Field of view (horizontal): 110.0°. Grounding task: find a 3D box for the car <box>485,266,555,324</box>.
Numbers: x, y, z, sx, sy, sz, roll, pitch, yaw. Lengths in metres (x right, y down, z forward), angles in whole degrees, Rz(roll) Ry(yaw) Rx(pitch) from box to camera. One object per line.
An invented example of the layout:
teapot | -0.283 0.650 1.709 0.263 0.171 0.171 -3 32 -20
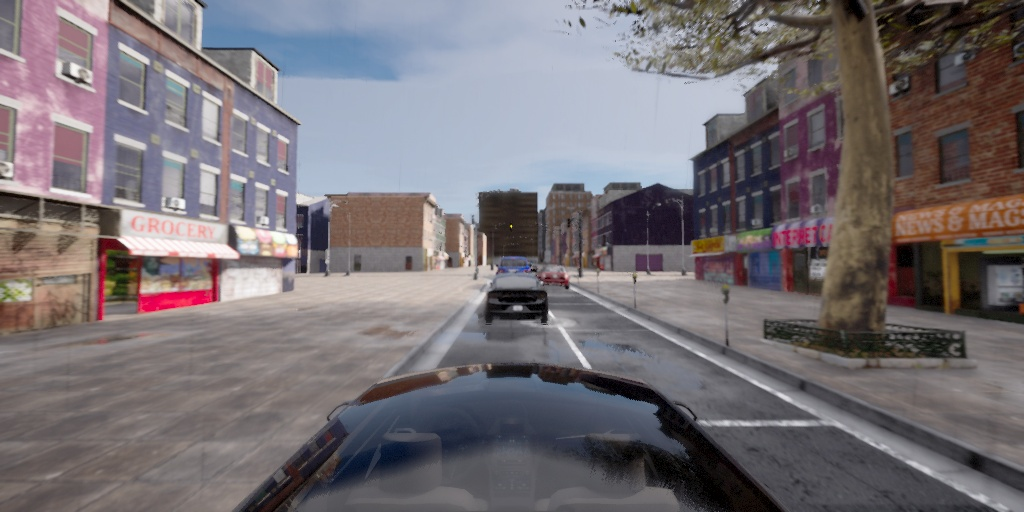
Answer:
car | 0.103 1.277 12.212 1.882 1.535 5.008 0 0 -1

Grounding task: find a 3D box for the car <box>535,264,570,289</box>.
car | 2.642 1.306 24.079 1.967 1.591 4.097 0 0 0

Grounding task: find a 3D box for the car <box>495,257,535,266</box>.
car | 0.094 1.085 23.399 2.150 2.045 5.566 0 0 0
